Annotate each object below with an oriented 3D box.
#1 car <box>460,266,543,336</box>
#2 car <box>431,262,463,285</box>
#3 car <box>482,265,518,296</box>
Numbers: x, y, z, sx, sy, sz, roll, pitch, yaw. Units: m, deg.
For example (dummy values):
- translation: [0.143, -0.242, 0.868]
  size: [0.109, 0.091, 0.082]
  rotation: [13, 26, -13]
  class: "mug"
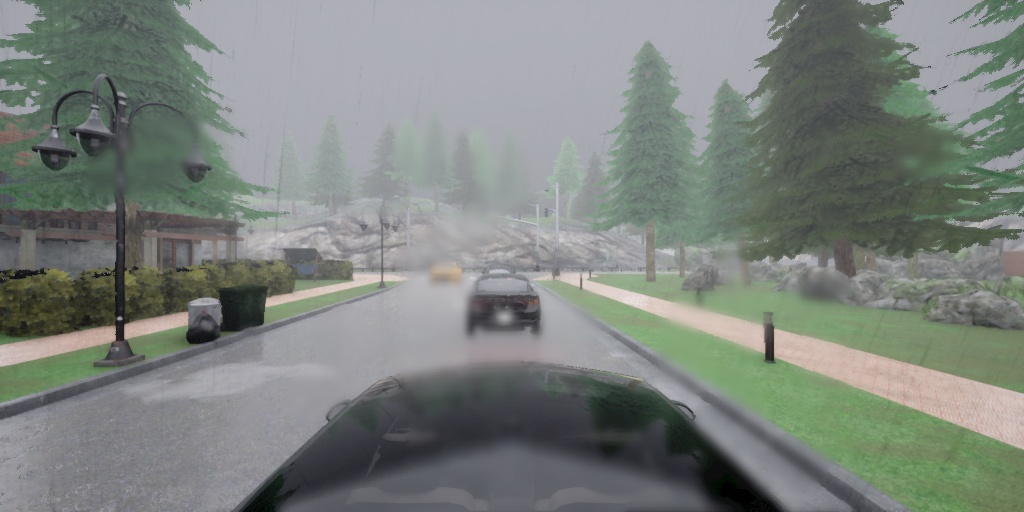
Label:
- translation: [-0.269, 1.227, 10.474]
  size: [1.882, 1.535, 5.008]
  rotation: [0, 0, -3]
  class: "car"
- translation: [-4.663, 1.230, 26.112]
  size: [1.882, 1.535, 5.008]
  rotation: [0, 0, -3]
  class: "car"
- translation: [-0.738, 1.275, 20.146]
  size: [1.812, 1.442, 4.674]
  rotation: [0, 0, -3]
  class: "car"
